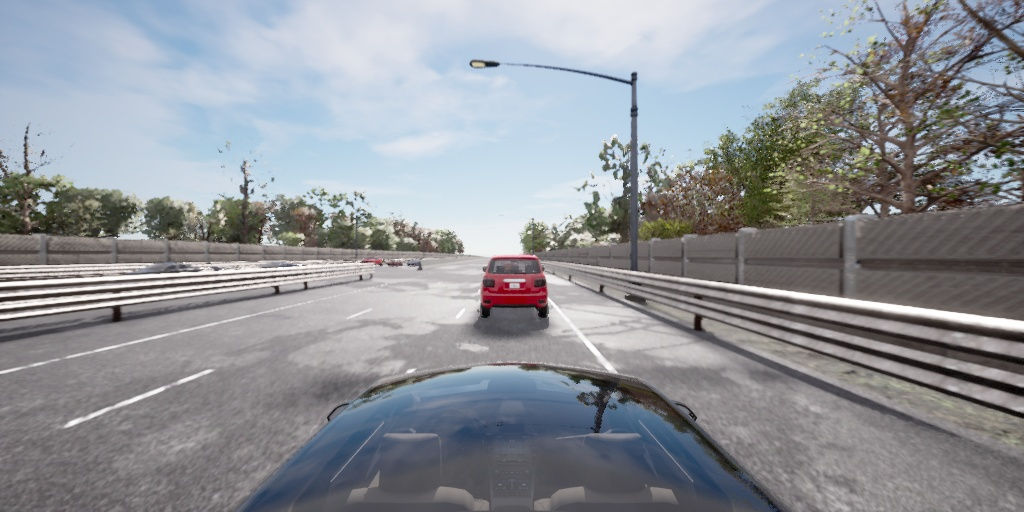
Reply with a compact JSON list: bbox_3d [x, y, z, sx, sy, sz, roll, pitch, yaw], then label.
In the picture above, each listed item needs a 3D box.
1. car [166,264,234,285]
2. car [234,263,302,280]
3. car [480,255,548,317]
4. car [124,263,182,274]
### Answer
[{"bbox_3d":[-21.306,1.360,25.597,1.895,1.301,4.718,0,0,0],"label":"car"},{"bbox_3d":[-17.805,1.263,26.863,1.837,1.490,4.892,0,0,0],"label":"car"},{"bbox_3d":[0.062,0.974,13.328,2.150,2.045,5.566,0,0,0],"label":"car"},{"bbox_3d":[-24.815,1.267,25.620,1.837,1.490,4.892,0,0,0],"label":"car"}]
